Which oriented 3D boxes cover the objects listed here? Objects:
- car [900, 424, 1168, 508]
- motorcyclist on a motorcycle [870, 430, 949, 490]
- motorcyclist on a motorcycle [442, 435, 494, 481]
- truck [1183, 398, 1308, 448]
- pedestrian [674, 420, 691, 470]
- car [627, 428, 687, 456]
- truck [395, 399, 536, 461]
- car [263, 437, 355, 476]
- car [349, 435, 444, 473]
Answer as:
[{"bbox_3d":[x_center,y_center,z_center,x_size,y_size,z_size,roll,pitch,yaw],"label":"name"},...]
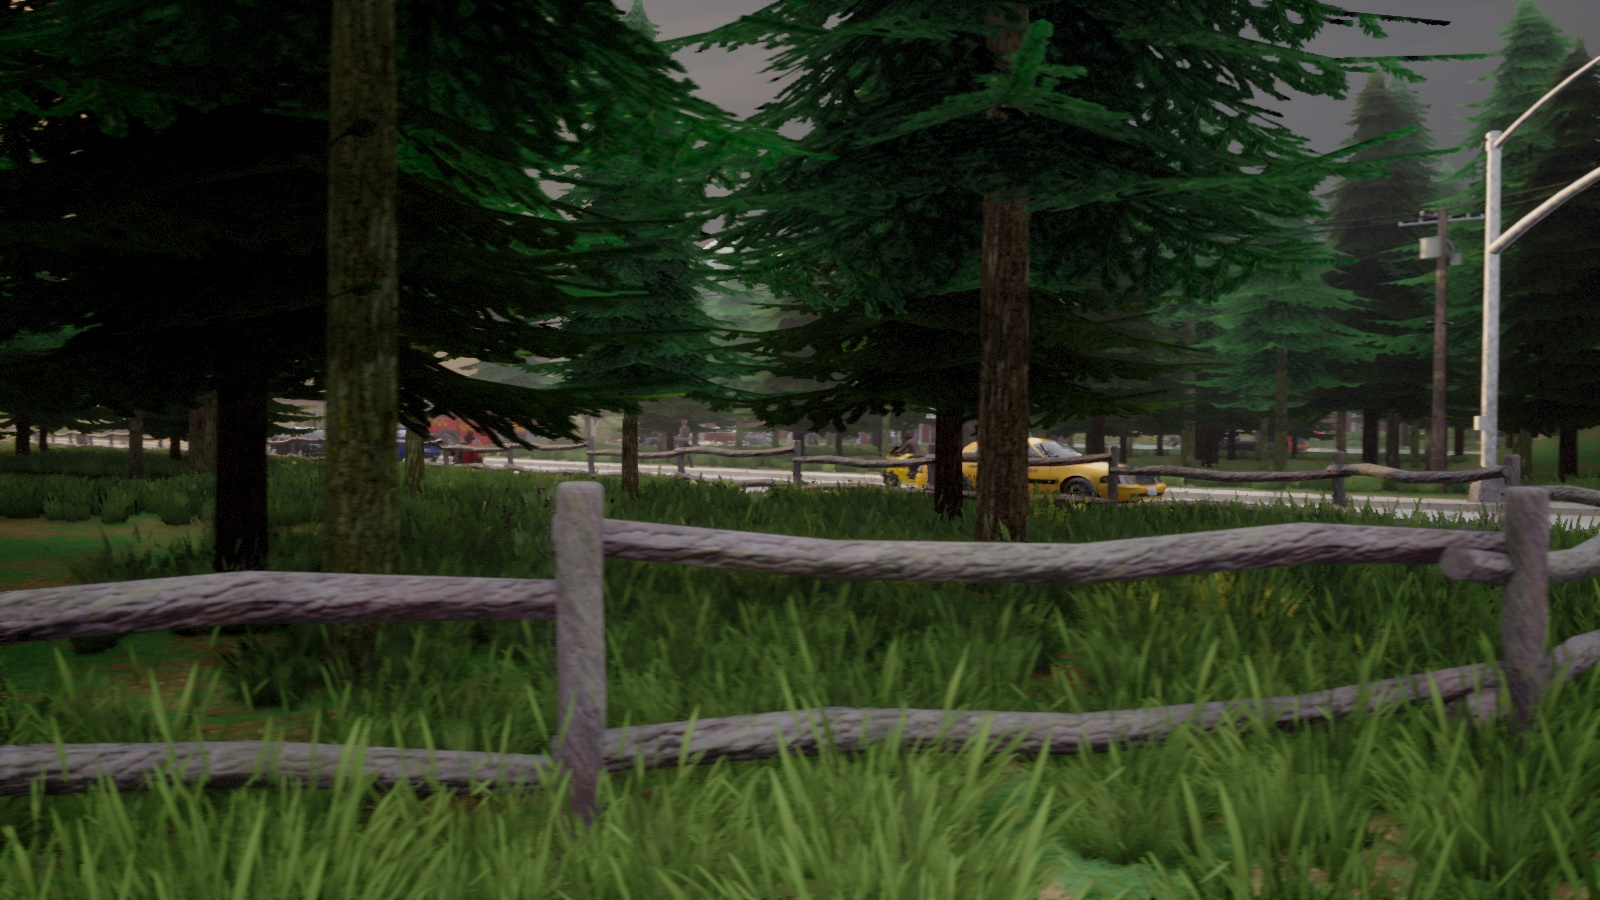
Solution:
[{"bbox_3d":[4.694,0.282,25.952,1.801,1.575,5.366,-1,1,-44],"label":"car"},{"bbox_3d":[2.854,0.244,32.878,0.797,1.523,2.044,-1,1,-44],"label":"motorcyclist on a motorcycle"},{"bbox_3d":[-11.222,0.267,42.410,0.797,1.523,2.044,-1,1,-44],"label":"motorcyclist on a motorcycle"},{"bbox_3d":[31.651,-1.870,89.452,7.936,3.462,2.891,0,1,44],"label":"truck"},{"bbox_3d":[-4.308,-0.185,46.052,0.331,1.846,0.634,-1,1,-36],"label":"pedestrian"},{"bbox_3d":[-10.041,-0.574,88.433,1.905,1.878,3.866,0,1,45],"label":"car"},{"bbox_3d":[-21.649,-1.304,81.706,2.891,3.827,8.468,0,1,45],"label":"truck"},{"bbox_3d":[-20.321,0.248,51.874,1.837,1.490,4.892,-1,1,-43],"label":"car"},{"bbox_3d":[-17.343,0.159,53.811,1.882,1.535,5.008,-1,1,-43],"label":"car"}]
